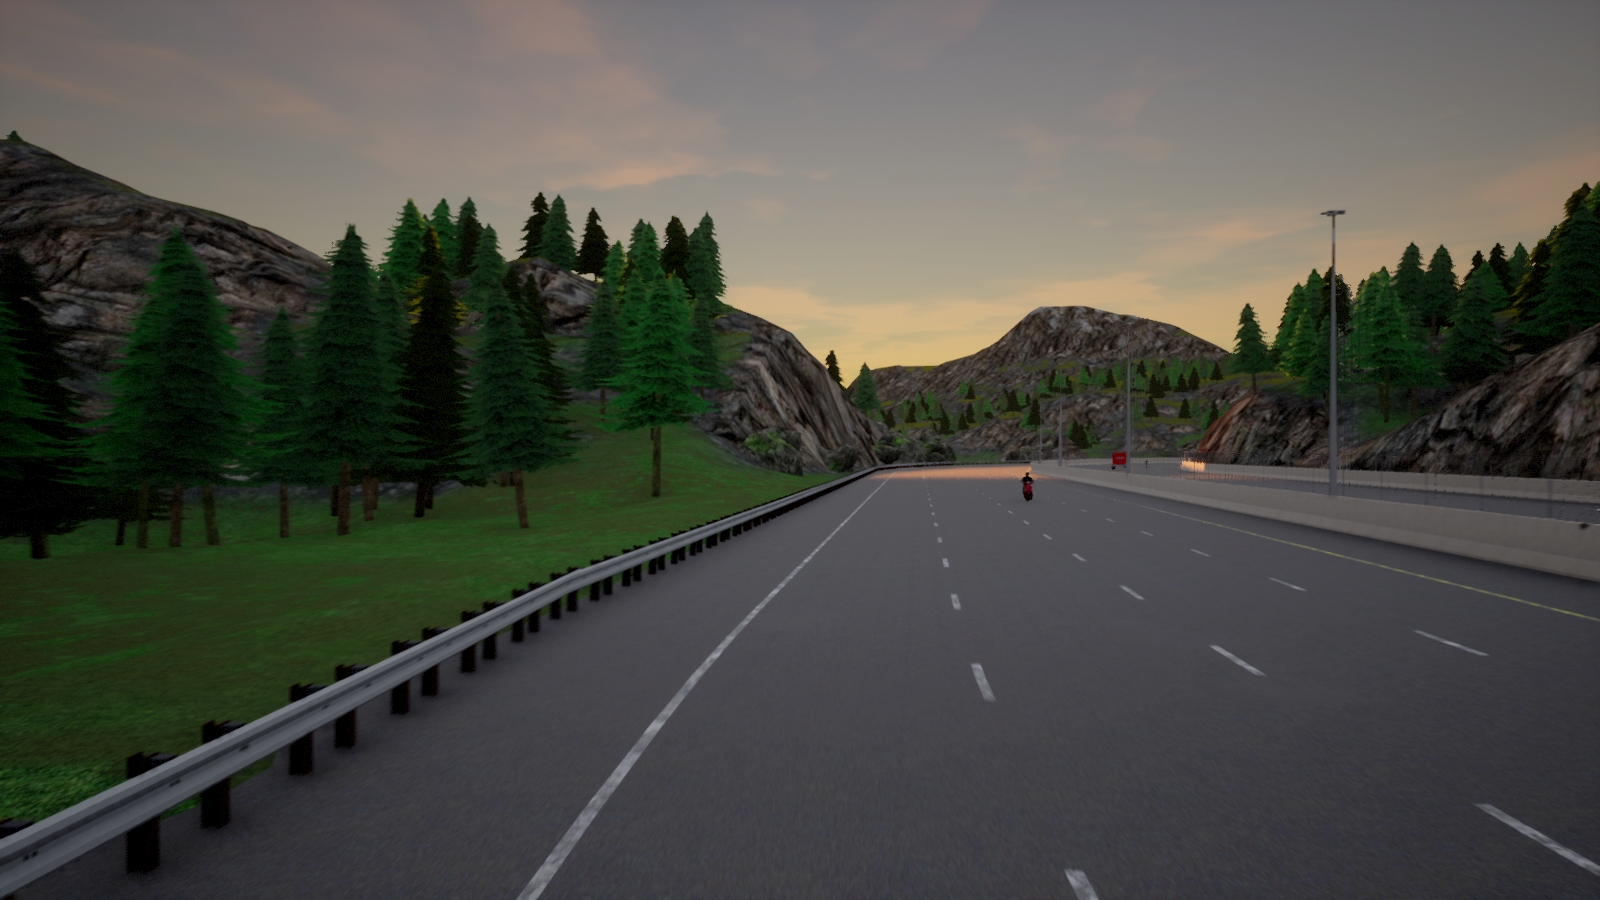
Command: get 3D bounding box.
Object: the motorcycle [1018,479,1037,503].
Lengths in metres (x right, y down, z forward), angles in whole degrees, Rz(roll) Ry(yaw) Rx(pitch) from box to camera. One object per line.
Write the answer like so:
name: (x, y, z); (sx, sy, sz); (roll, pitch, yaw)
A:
motorcycle: (12.359, 2.195, 62.080); (0.856, 1.236, 1.805); (0, 0, 6)
